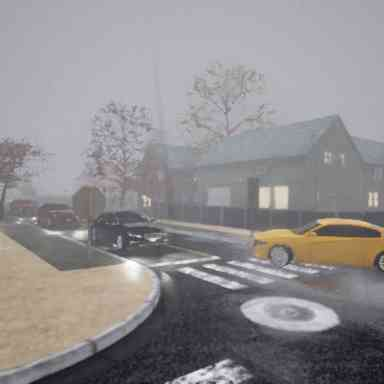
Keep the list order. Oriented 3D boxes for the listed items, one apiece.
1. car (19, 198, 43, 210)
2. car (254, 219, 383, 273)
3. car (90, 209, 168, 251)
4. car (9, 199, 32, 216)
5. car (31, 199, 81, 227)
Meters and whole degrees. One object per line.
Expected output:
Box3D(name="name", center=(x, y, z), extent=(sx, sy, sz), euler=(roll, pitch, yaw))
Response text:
Box3D(name="car", center=(-20.655, 1.530, 42.642), extent=(1.994, 1.385, 4.181), euler=(2, -1, -37))
Box3D(name="car", center=(4.562, 1.621, 10.851), extent=(5.008, 1.535, 1.882), euler=(1, 1, 14))
Box3D(name="car", center=(-2.848, 1.525, 14.296), extent=(1.837, 1.490, 4.892), euler=(2, -1, -36))
Box3D(name="car", center=(-16.142, 1.412, 31.848), extent=(1.882, 1.535, 5.008), euler=(2, -1, -37))
Box3D(name="car", center=(-9.146, 1.457, 22.633), extent=(1.882, 1.535, 5.008), euler=(2, -1, -37))
